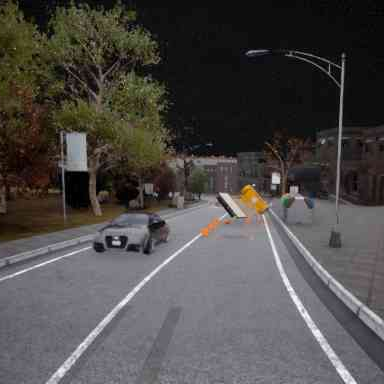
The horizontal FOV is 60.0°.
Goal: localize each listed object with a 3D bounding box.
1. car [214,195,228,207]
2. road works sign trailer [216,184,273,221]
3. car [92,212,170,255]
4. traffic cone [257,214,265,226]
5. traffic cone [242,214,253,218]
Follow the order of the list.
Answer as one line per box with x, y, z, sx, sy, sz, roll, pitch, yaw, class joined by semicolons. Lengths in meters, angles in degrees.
4.464;1.181;48.670;2.097;1.767;4.553;1;0;9;car
3.303;1.093;23.634;3.560;2.880;2.380;4;42;-51;road works sign trailer
-2.166;1.485;12.926;1.994;1.385;4.181;1;0;10;car
4.676;1.945;21.973;0.340;0.580;0.340;1;0;20;traffic cone
3.686;1.926;21.997;0.340;0.580;0.340;2;2;7;traffic cone
